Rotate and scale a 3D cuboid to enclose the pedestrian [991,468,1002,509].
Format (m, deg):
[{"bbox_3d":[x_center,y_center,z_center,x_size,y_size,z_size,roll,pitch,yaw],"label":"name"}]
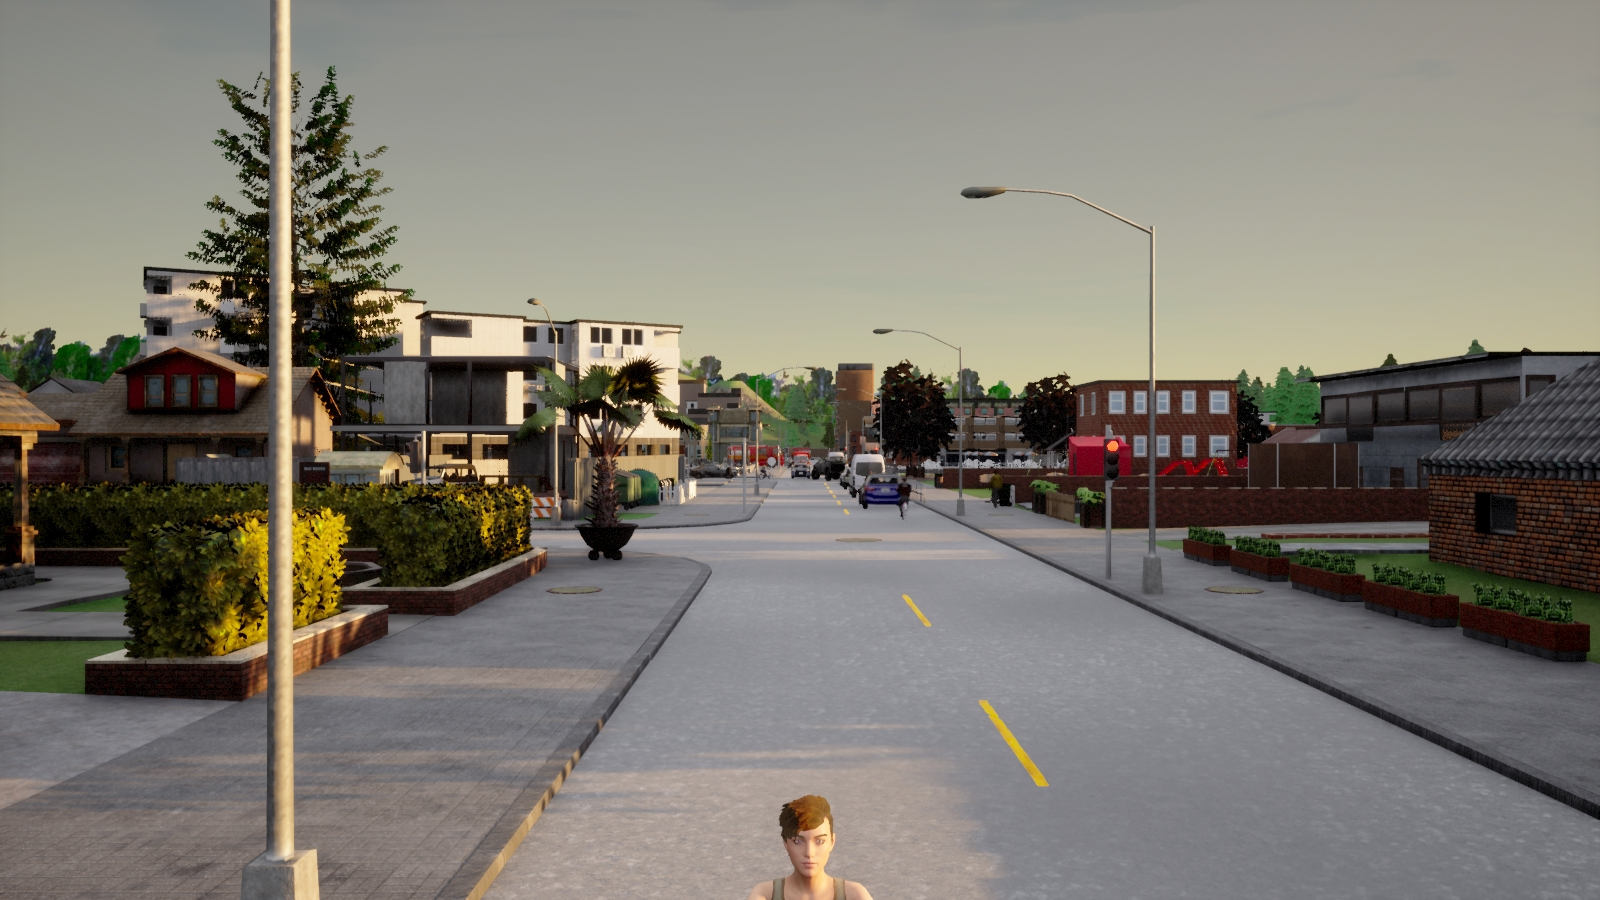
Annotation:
[{"bbox_3d":[8.886,1.744,51.766,0.375,1.860,0.375,0,0,-10],"label":"pedestrian"}]

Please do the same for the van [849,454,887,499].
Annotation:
[{"bbox_3d":[4.033,1.535,68.955,1.988,2.561,5.915,0,0,0],"label":"van"}]

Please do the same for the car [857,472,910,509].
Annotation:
[{"bbox_3d":[4.047,1.966,56.135,2.242,1.667,4.611,0,0,0],"label":"car"}]

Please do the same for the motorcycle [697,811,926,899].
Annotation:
[{"bbox_3d":[0.039,2.155,3.558,0.764,1.307,2.356,0,0,0],"label":"motorcycle"}]

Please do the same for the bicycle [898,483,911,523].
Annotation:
[{"bbox_3d":[4.102,2.060,44.960,0.329,1.471,1.835,0,0,-1],"label":"bicycle"}]
